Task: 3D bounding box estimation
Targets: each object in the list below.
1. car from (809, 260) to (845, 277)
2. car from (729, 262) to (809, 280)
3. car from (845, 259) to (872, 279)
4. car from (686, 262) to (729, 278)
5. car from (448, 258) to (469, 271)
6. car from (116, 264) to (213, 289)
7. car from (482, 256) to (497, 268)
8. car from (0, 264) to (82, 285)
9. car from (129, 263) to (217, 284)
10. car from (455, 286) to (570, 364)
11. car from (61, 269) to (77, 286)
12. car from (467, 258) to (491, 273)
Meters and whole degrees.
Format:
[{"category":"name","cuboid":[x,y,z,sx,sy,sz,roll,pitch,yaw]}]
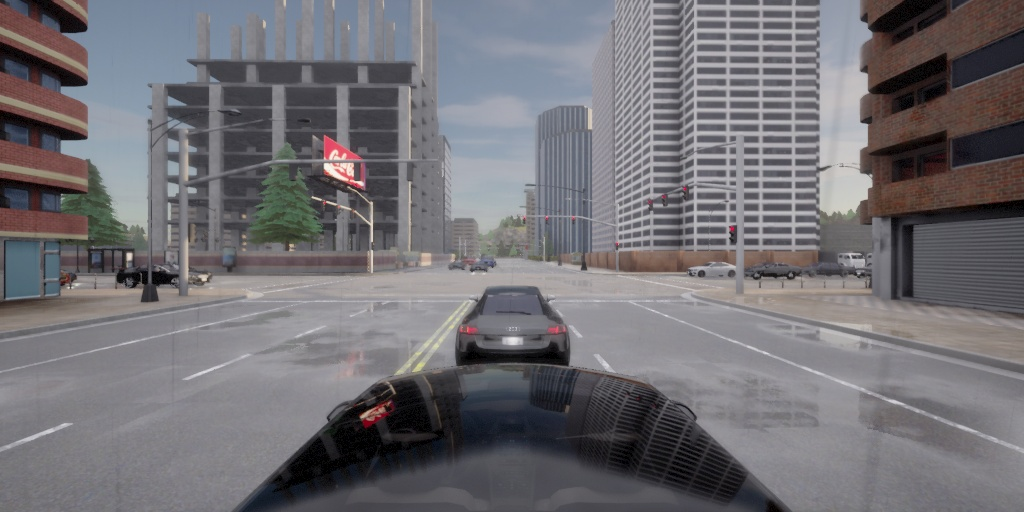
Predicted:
[{"category":"car","cuboid":[29.662,1.297,34.238,5.357,1.411,2.033,0,0,-1]},{"category":"car","cuboid":[21.845,1.241,30.627,4.902,1.511,2.128,0,0,-1]},{"category":"car","cuboid":[32.218,1.241,30.768,4.902,1.511,2.128,0,0,-1]},{"category":"car","cuboid":[19.080,1.275,34.066,4.674,1.442,1.812,0,0,-1]},{"category":"car","cuboid":[-7.557,1.314,49.552,1.994,1.385,4.181,0,0,0]},{"category":"car","cuboid":[-22.017,1.241,22.763,4.902,1.511,2.128,0,0,-1]},{"category":"car","cuboid":[-4.147,0.963,59.638,2.150,2.045,5.566,0,1,-1]},{"category":"car","cuboid":[-34.601,1.314,26.081,4.181,1.385,1.994,0,0,-1]},{"category":"car","cuboid":[-24.698,1.276,26.246,4.674,1.442,1.812,0,0,-1]},{"category":"car","cuboid":[0.009,1.314,7.674,1.994,1.385,4.181,0,0,0]},{"category":"car","cuboid":[-31.119,1.102,22.631,4.553,1.767,2.097,0,0,-1]},{"category":"car","cuboid":[-4.004,1.313,43.916,1.994,1.385,4.181,0,0,-1]}]
